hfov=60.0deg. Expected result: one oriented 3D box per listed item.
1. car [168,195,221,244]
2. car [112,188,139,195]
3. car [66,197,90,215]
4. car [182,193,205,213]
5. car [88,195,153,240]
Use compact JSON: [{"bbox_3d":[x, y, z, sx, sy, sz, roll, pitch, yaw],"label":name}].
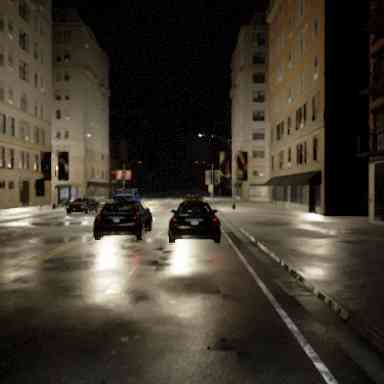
[{"bbox_3d":[0.103,1.201,15.005,2.097,1.767,4.553,0,1,0],"label":"car"},{"bbox_3d":[-6.498,0.620,33.014,2.150,2.045,5.566,0,1,0],"label":"car"},{"bbox_3d":[-9.775,1.211,30.079,1.837,1.490,4.892,0,0,0],"label":"car"},{"bbox_3d":[0.103,1.030,32.838,2.097,1.767,4.553,0,1,0],"label":"car"},{"bbox_3d":[-3.147,1.191,15.987,2.097,1.767,4.553,0,1,0],"label":"car"}]
